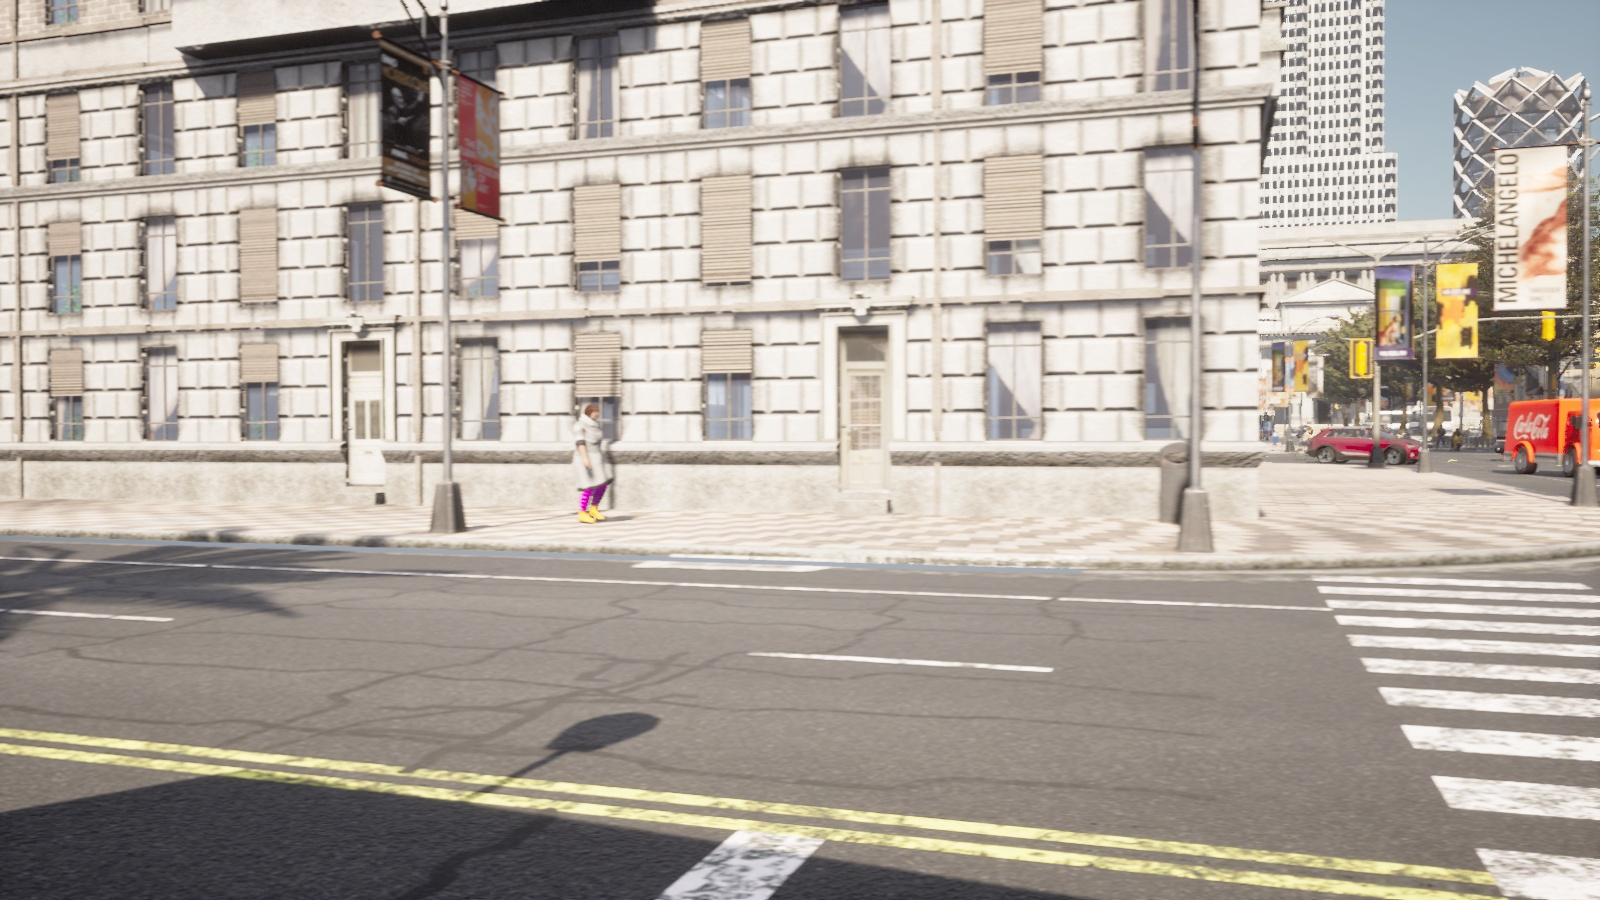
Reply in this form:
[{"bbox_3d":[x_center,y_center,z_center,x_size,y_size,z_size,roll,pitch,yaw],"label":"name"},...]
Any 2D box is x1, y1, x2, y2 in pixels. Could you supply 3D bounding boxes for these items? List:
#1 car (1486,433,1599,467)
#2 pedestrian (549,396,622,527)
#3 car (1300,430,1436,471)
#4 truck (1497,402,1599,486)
[{"bbox_3d":[34.757,-0.016,58.055,4.902,1.511,2.128,0,1,1],"label":"car"},{"bbox_3d":[-3.285,0.163,19.222,0.873,1.952,0.659,1,1,25],"label":"pedestrian"},{"bbox_3d":[24.259,-0.013,53.759,2.033,1.649,4.856,0,1,-43],"label":"car"},{"bbox_3d":[24.737,-0.206,39.914,2.627,2.467,5.204,1,1,5],"label":"truck"}]
